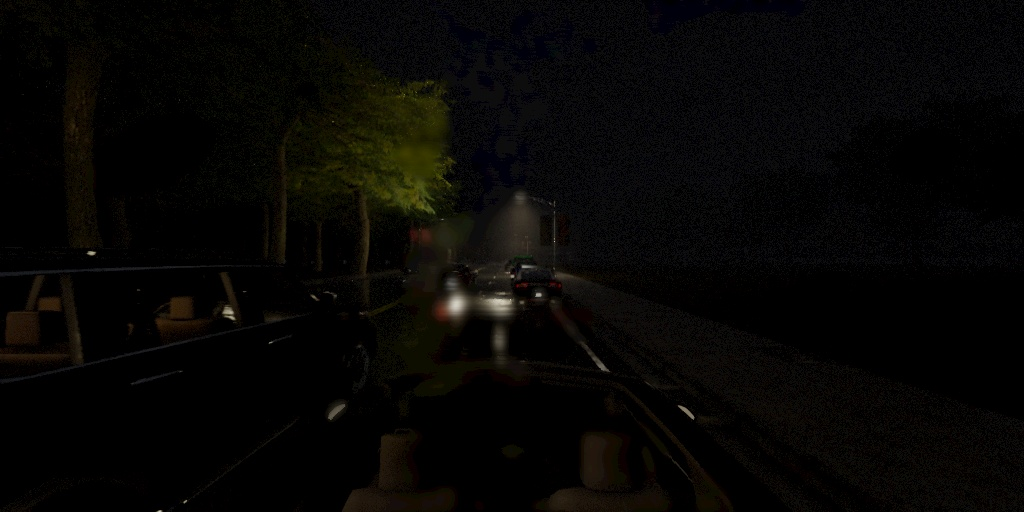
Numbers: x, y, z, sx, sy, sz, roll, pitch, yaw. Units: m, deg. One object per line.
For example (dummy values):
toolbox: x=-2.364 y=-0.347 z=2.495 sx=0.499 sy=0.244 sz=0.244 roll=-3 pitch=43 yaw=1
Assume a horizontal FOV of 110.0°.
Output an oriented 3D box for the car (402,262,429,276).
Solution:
car: x=-9.871 y=1.327 z=36.964 sx=1.994 sy=1.385 sz=4.181 roll=0 pitch=0 yaw=0

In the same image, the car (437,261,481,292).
car: x=-3.163 y=1.256 z=21.397 sx=1.837 sy=1.490 sz=4.892 roll=0 pitch=0 yaw=0

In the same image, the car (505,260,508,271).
car: x=-0.019 y=1.295 z=51.438 sx=1.837 sy=1.490 sz=4.892 roll=0 pitch=0 yaw=0

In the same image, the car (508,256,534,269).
car: x=0.959 y=1.104 z=25.179 sx=2.097 sy=1.767 sz=4.553 roll=0 pitch=0 yaw=0

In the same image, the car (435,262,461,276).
car: x=-6.623 y=1.364 z=37.825 sx=1.895 sy=1.301 sz=4.718 roll=0 pitch=0 yaw=0

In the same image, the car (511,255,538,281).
car: x=0.955 y=0.981 z=31.239 sx=2.150 sy=2.045 sz=5.566 roll=0 pitch=0 yaw=0

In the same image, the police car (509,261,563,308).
police car: x=0.965 y=1.176 z=15.318 sx=1.930 sy=1.638 sz=5.238 roll=0 pitch=0 yaw=0

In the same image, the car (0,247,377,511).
car: x=-3.152 y=0.971 z=3.178 sx=2.150 sy=2.045 sz=5.566 roll=0 pitch=0 yaw=0
